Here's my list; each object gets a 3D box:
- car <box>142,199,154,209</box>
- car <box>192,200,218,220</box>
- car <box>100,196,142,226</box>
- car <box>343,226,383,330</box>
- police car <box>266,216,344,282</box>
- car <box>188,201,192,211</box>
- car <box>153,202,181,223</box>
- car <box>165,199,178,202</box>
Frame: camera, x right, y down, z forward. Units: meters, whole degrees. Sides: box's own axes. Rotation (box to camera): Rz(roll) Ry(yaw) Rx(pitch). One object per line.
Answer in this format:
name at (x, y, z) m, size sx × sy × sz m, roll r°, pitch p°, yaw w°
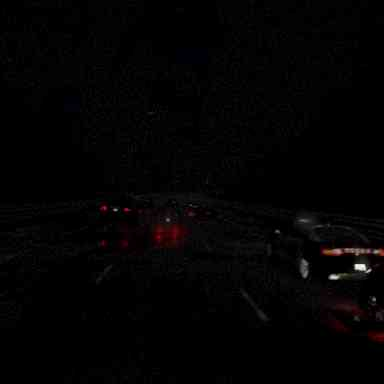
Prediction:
car at (-6.615, 1.747, 49.138) m, size 1.812 × 1.442 × 4.674 m, roll 1°, pitch 0°, yaw -3°
car at (1.293, 1.751, 31.627) m, size 1.882 × 1.535 × 5.008 m, roll 1°, pitch -1°, yaw -3°
car at (-5.226, 1.289, 24.555) m, size 2.150 × 2.045 × 5.566 m, roll 1°, pitch 0°, yaw -4°
car at (4.300, 1.482, 4.418) m, size 2.097 × 1.767 × 4.553 m, roll 1°, pitch 0°, yaw -5°
police car at (3.802, 1.592, 10.491) m, size 1.930 × 1.638 × 5.238 m, roll 1°, pitch 0°, yaw -5°
car at (0.434, 1.895, 46.739) m, size 1.812 × 1.442 × 4.674 m, roll 1°, pitch 0°, yaw -2°
car at (-1.905, 1.763, 26.851) m, size 1.895 × 1.301 × 4.718 m, roll 1°, pitch 0°, yaw -4°
car at (-3.366, 1.846, 54.730) m, size 1.837 × 1.490 × 4.892 m, roll 1°, pitch 0°, yaw -2°
